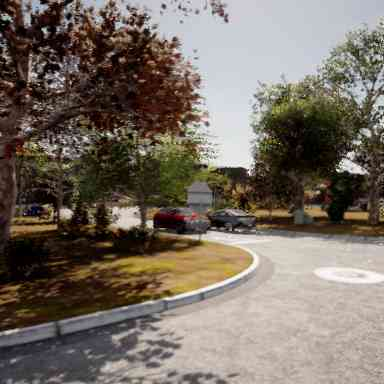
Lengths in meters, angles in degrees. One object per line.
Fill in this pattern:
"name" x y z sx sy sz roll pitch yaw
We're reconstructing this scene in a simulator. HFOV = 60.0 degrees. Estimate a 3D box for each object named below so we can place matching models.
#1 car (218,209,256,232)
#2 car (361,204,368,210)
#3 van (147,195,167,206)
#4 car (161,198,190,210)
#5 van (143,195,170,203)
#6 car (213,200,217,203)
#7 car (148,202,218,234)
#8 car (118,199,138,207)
"car" 2.334 1.969 23.515 2.128 1.511 4.902 2 -2 -37
"car" 29.493 2.264 52.912 1.882 1.535 5.008 2 -1 -30
"van" -6.699 1.620 63.690 1.878 1.987 4.442 1 0 -36
"car" -2.612 1.821 51.442 1.946 1.575 5.366 0 0 -36
"van" -5.058 1.591 50.061 1.878 1.987 4.442 0 0 -36
"car" 4.077 1.633 56.496 2.435 2.045 5.566 1 -1 -36
"car" -0.728 1.739 22.203 2.097 1.767 4.553 2 -2 -35
"car" -11.716 1.816 60.466 1.946 1.575 5.366 0 0 -36
